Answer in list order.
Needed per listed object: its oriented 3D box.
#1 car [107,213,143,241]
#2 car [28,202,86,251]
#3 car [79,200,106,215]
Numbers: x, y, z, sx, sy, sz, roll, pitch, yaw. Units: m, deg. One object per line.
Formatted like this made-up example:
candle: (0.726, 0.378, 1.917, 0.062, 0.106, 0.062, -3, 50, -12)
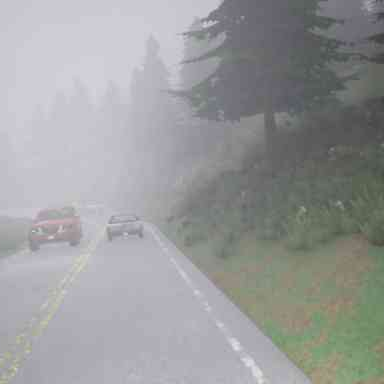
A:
car: (-3.903, 1.916, 19.338, 1.895, 1.301, 4.718, -5, 0, -12)
car: (-7.298, 1.827, 18.197, 2.150, 2.045, 5.566, -5, 0, -14)
car: (-10.691, 1.469, 33.780, 1.895, 1.301, 4.718, -8, 7, -41)
